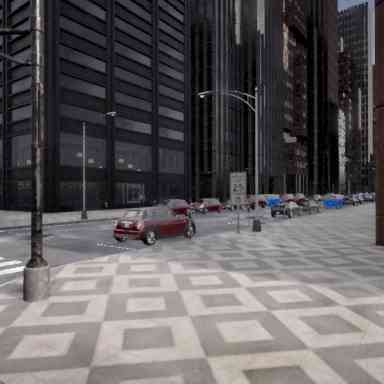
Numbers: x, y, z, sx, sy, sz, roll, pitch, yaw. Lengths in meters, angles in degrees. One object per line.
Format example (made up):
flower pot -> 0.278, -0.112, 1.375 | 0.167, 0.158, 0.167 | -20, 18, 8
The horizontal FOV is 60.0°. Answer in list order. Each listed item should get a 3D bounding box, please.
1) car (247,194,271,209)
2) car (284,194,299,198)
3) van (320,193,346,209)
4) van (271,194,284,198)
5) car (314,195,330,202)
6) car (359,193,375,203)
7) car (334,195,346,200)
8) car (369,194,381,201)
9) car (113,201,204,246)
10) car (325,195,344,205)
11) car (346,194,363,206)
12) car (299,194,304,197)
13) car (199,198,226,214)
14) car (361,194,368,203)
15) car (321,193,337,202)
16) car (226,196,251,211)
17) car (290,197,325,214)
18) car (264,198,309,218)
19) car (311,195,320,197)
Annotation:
car -> 7.901, 1.232, 42.987 | 2.192, 1.841, 5.009 | 0, 0, 36
car -> 14.452, 1.209, 52.095 | 2.192, 1.841, 5.009 | 0, 0, 36
van -> 18.107, 1.216, 42.576 | 1.690, 1.788, 3.998 | 0, 0, 36
van -> 11.176, 1.246, 47.540 | 1.690, 1.788, 3.998 | 0, 0, 36
car -> 27.554, 1.405, 70.310 | 2.008, 1.369, 4.403 | 0, 0, 36
car -> 34.483, 1.368, 65.345 | 1.887, 1.381, 4.507 | 0, 0, 36
car -> 37.380, 1.394, 83.972 | 1.947, 1.339, 4.313 | 0, 0, 36
car -> 41.033, 1.246, 74.452 | 1.967, 1.590, 4.097 | 0, 0, 36
car -> -1.543, 1.393, 15.255 | 1.967, 1.590, 4.097 | 0, 0, 36
car -> 23.427, 1.337, 54.534 | 1.882, 1.535, 5.008 | 0, -1, 36
car -> 24.658, 1.418, 51.683 | 1.947, 1.339, 4.313 | 0, 0, 36
car -> 17.727, 1.198, 56.648 | 2.192, 1.841, 5.009 | 0, 0, 36
car -> 1.351, 1.383, 33.879 | 1.967, 1.590, 4.097 | 0, 0, 36
car -> 27.933, 1.408, 56.237 | 1.947, 1.339, 4.313 | 0, 0, 36
car -> 30.829, 1.160, 74.864 | 2.192, 1.841, 5.009 | 0, 0, 36
car -> 4.626, 1.480, 38.433 | 2.008, 1.369, 4.403 | 0, 0, 36
car -> 11.557, 1.465, 33.470 | 1.947, 1.339, 4.313 | 0, 0, 36
car -> 8.282, 1.462, 28.916 | 2.008, 1.369, 4.403 | 0, 0, 36
car -> 24.278, 1.304, 65.756 | 1.967, 1.590, 4.097 | 0, 0, 36
